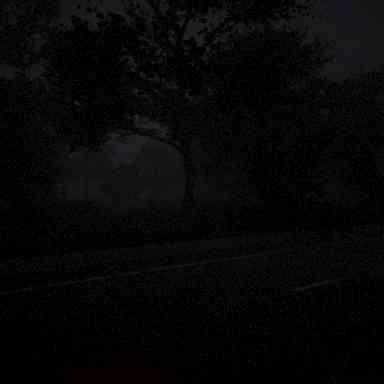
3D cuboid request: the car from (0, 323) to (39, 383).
[{"bbox_3d":[-3.297,1.599,1.536,4.718,1.301,1.895,0,0,-35],"label":"car"}]
